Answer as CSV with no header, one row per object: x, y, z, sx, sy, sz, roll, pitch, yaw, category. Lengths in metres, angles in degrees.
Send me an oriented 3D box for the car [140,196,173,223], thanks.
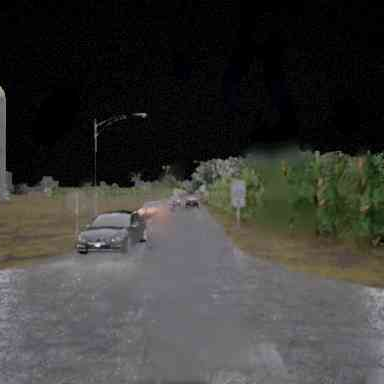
-2.859,1.387,25.552,2.097,1.767,4.553,0,0,0,car

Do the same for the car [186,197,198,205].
-0.021,1.542,59.673,1.994,1.385,4.181,0,0,0,car

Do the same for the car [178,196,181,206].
-2.780,1.356,52.914,2.097,1.767,4.553,0,0,0,car

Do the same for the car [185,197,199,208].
-0.019,1.468,49.251,1.882,1.535,5.008,0,0,0,car

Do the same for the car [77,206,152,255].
-3.081,1.549,13.685,1.837,1.490,4.892,0,0,3,car

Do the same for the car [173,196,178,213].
-2.860,1.528,36.976,1.837,1.490,4.892,0,1,0,car
